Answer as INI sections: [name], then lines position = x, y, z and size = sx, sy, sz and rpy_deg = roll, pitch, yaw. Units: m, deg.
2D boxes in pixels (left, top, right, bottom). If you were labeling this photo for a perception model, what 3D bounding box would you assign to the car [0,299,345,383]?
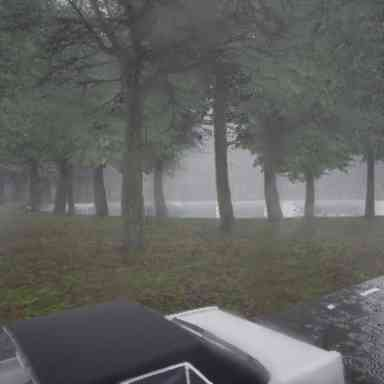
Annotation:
[car]
position = -1.017, 1.668, 2.279
size = 4.718, 1.301, 1.895
rpy_deg = 0, -1, -37
